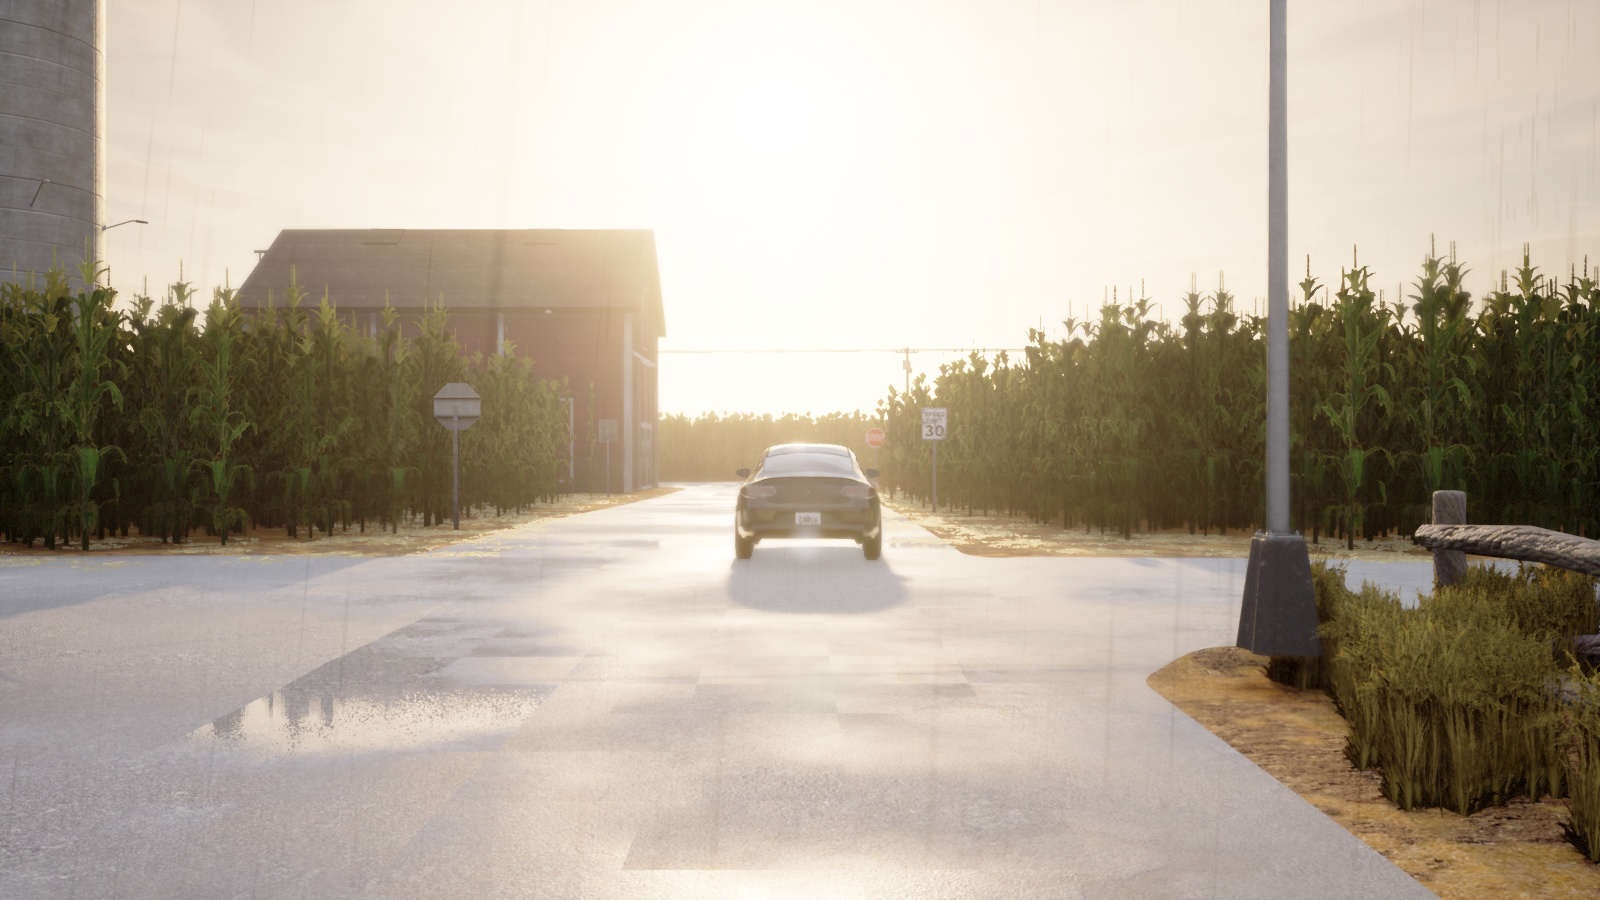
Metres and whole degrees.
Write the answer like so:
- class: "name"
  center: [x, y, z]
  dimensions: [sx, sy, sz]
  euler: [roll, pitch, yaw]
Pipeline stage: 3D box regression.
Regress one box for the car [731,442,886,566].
- class: "car"
  center: [0.107, 0.648, 17.082]
  dimensions: [1.812, 1.442, 4.674]
  euler: [0, 0, 0]
